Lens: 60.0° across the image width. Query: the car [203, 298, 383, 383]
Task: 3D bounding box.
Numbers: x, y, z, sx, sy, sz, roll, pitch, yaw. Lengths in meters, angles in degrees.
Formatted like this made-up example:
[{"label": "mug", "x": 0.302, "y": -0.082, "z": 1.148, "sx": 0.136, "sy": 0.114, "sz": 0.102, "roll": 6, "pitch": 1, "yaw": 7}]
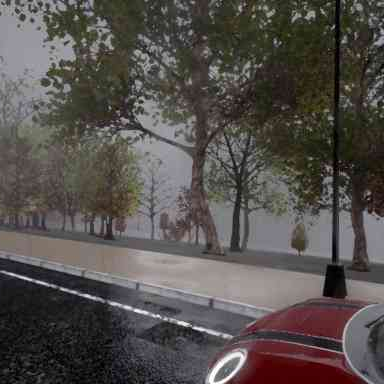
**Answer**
[{"label": "car", "x": 2.238, "y": 1.352, "z": 2.079, "sx": 4.553, "sy": 1.767, "sz": 2.097, "roll": 0, "pitch": 0, "yaw": 36}]
